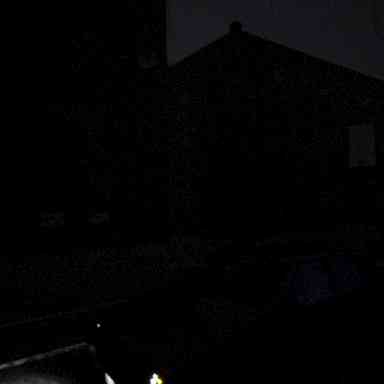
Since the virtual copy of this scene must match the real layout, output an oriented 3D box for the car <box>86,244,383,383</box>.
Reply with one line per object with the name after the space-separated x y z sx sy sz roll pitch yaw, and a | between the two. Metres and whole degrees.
1.333 1.545 4.939 5.357 1.411 2.033 0 0 -35 | car
